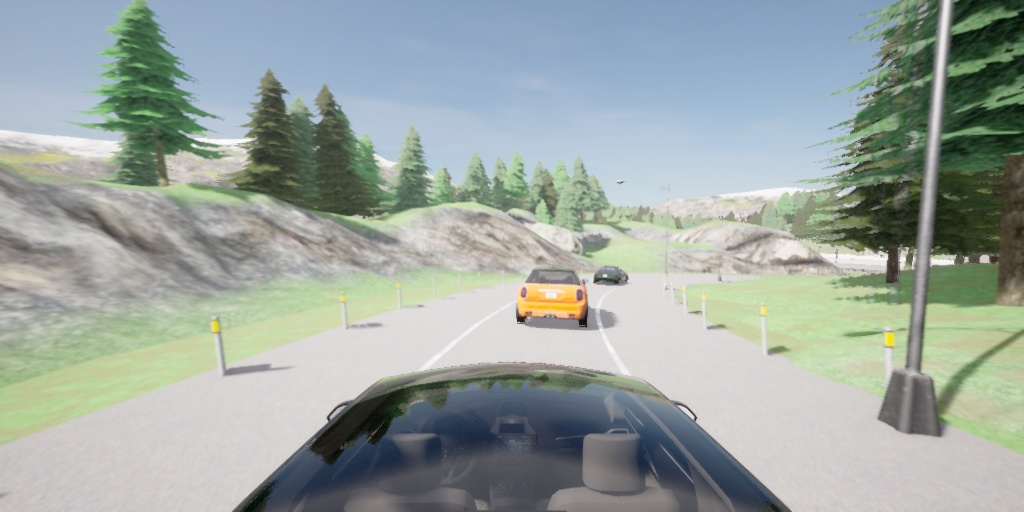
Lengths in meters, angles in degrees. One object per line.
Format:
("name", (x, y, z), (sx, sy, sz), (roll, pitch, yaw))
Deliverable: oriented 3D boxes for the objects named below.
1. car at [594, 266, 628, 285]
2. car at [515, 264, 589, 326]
("car", (8.030, 1.494, 28.895), (1.994, 1.385, 4.181), (3, 1, 29))
("car", (1.478, 1.129, 12.108), (2.097, 1.767, 4.553), (1, 0, 10))
